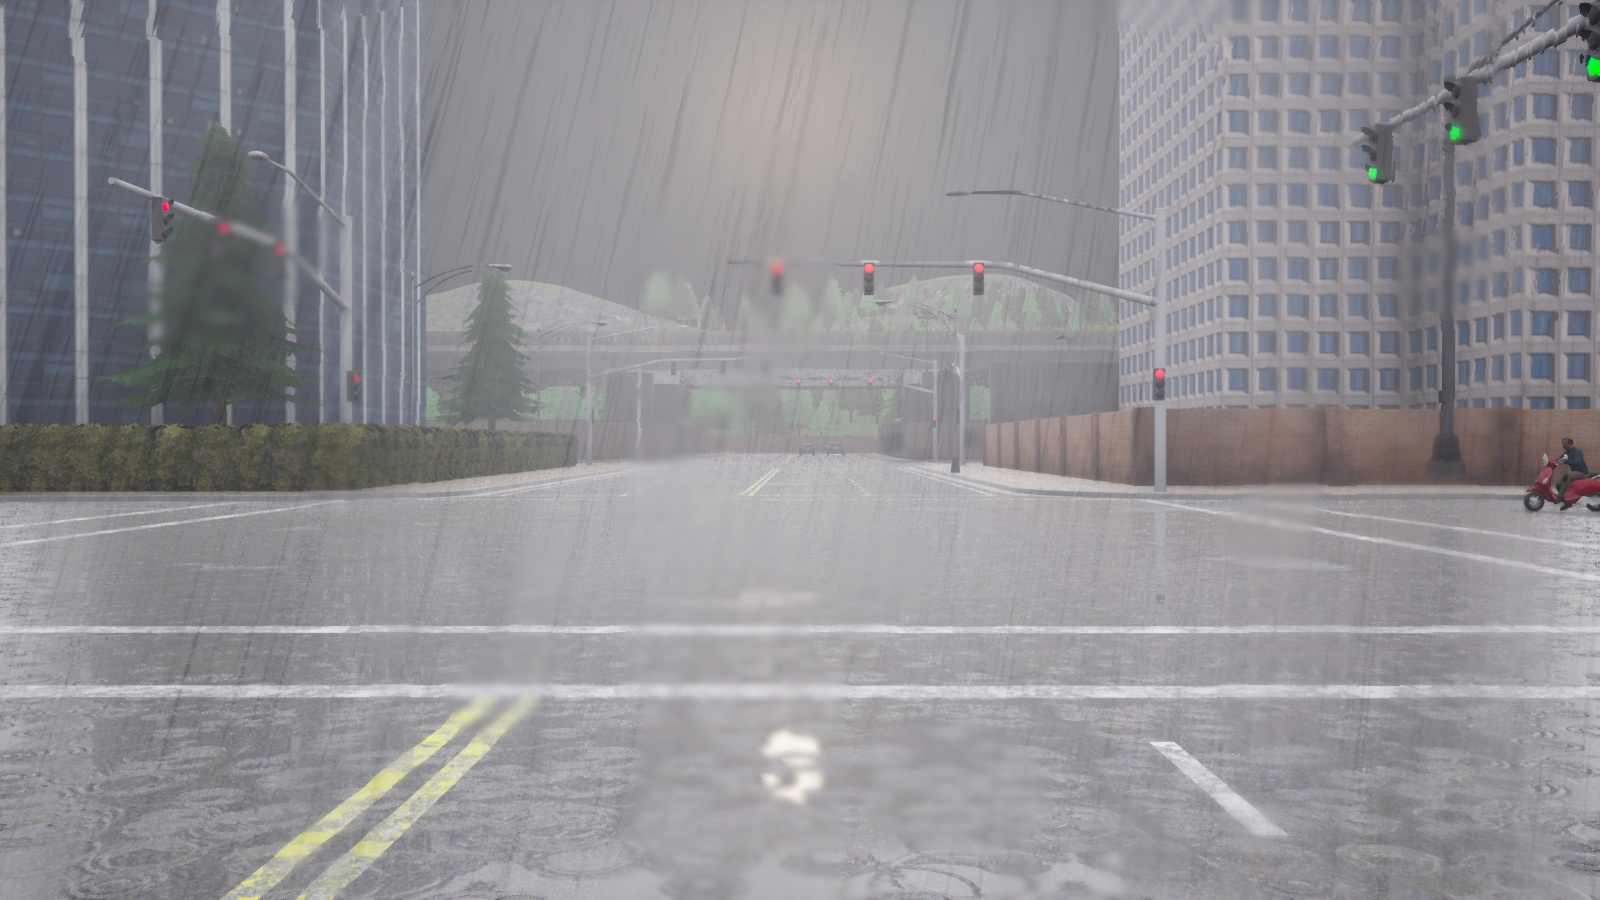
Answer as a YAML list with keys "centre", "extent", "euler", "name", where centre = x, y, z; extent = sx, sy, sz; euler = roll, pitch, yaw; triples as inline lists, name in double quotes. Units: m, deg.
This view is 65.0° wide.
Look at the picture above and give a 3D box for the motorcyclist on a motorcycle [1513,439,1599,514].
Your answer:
- centre: [16.569, 0.560, 27.136]
  extent: [1.817, 1.590, 0.866]
  euler: [0, 0, 1]
  name: "motorcyclist on a motorcycle"
